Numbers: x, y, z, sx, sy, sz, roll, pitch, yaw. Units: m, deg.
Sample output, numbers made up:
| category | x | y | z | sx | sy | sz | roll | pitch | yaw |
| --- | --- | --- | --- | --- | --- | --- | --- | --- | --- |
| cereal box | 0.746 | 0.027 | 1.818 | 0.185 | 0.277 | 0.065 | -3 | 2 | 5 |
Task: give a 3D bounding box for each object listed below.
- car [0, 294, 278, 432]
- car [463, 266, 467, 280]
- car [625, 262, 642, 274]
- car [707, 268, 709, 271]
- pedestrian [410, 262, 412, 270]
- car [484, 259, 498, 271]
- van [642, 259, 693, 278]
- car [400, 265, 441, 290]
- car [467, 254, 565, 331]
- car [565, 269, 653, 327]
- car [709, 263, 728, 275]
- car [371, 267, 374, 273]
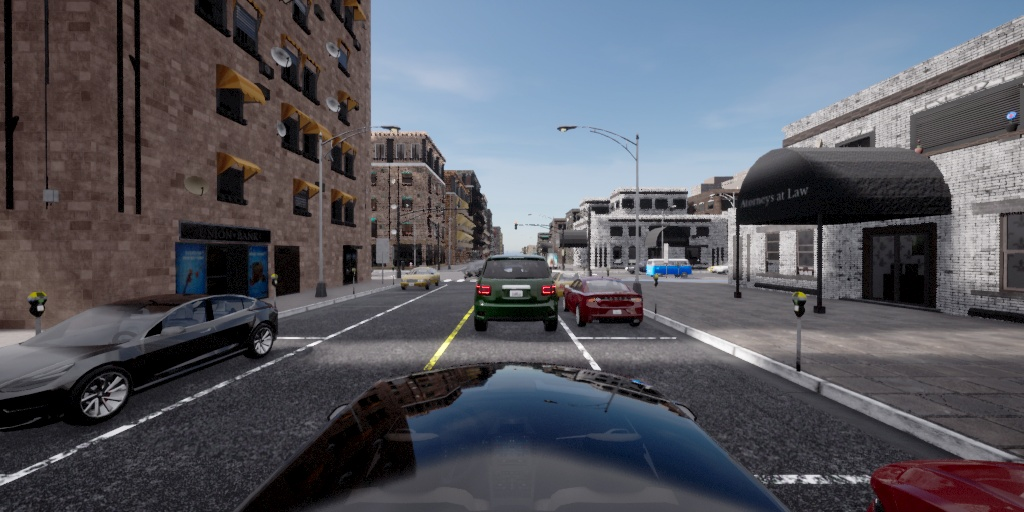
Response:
| category | x | y | z | sx | sy | sz | roll | pitch | yaw |
| --- | --- | --- | --- | --- | --- | --- | --- | --- | --- |
| car | -5.688 | 1.315 | 5.720 | 1.948 | 1.339 | 4.313 | 0 | 0 | 0 |
| car | -3.074 | 1.271 | 31.334 | 1.837 | 1.490 | 4.892 | 0 | -1 | 0 |
| car | 14.957 | 1.279 | 39.358 | 4.902 | 1.511 | 2.128 | 0 | 0 | -2 |
| car | 25.518 | 1.324 | 42.010 | 4.829 | 1.417 | 1.751 | 0 | 0 | 0 |
| pedestrian | -12.595 | 1.215 | 44.699 | 0.500 | 1.100 | 0.500 | 0 | 0 | 0 |
| car | -2.929 | 1.250 | 49.994 | 1.882 | 1.535 | 5.008 | 0 | 0 | -3 |
| van | 14.682 | 1.166 | 33.558 | 3.998 | 1.789 | 1.690 | 0 | 0 | 0 |
| car | -5.674 | 1.279 | 22.639 | 1.751 | 1.417 | 4.829 | 0 | 0 | 0 |
| car | 0.105 | 0.972 | 11.076 | 2.150 | 2.045 | 5.566 | 0 | 0 | 0 |
| car | 2.697 | 1.295 | 11.404 | 1.888 | 1.381 | 4.507 | 0 | 0 | 0 |
| car | 24.799 | 1.414 | 39.412 | 4.718 | 1.301 | 1.895 | 0 | 0 | 0 |
| car | -16.453 | 1.346 | 35.938 | 4.718 | 1.301 | 1.895 | 0 | 0 | 0 |
